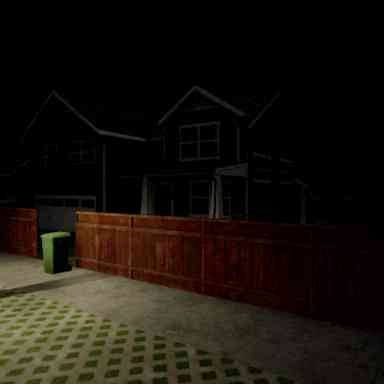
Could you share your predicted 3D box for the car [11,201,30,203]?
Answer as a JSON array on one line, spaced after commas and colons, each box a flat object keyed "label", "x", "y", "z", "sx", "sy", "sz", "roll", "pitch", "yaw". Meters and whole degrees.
[{"label": "car", "x": -18.943, "y": 1.714, "z": 36.397, "sx": 2.128, "sy": 1.511, "sz": 4.902, "roll": 0, "pitch": 0, "yaw": 15}]
